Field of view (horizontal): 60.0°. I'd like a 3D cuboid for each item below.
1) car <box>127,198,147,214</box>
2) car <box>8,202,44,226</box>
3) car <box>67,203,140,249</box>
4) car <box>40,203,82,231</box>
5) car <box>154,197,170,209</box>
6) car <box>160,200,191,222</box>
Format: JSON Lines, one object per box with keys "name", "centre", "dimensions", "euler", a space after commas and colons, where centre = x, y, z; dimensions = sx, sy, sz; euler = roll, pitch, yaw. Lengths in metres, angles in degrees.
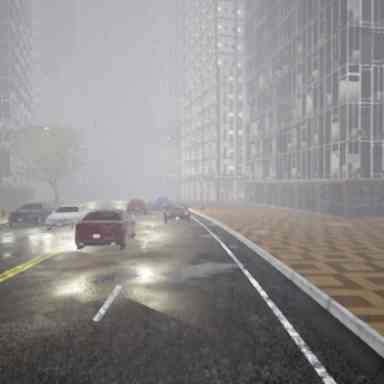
{"name": "car", "centre": [-5.610, 1.393, 33.967], "dimensions": [1.882, 1.535, 5.008], "euler": [0, 0, -8]}
{"name": "car", "centre": [-11.043, 1.463, 23.329], "dimensions": [1.882, 1.535, 5.008], "euler": [0, 0, -6]}
{"name": "car", "centre": [-3.609, 1.447, 14.518], "dimensions": [1.882, 1.535, 5.008], "euler": [0, 0, -3]}
{"name": "car", "centre": [-7.523, 1.497, 20.673], "dimensions": [1.812, 1.442, 4.674], "euler": [0, 0, -5]}
{"name": "car", "centre": [-3.790, 1.347, 42.790], "dimensions": [1.882, 1.535, 5.008], "euler": [0, 0, -10]}
{"name": "car", "centre": [-1.231, 1.519, 25.146], "dimensions": [1.895, 1.301, 4.718], "euler": [0, 0, -6]}
